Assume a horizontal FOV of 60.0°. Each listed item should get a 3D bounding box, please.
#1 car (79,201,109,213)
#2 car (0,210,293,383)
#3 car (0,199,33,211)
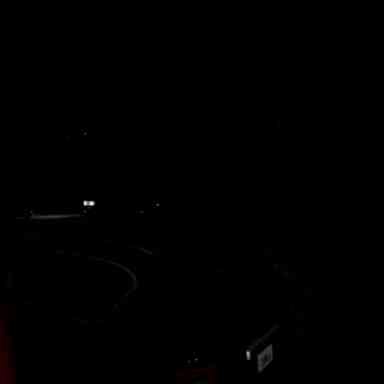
[{"bbox_3d":[-9.701,1.683,35.839,1.895,1.301,4.718,0,-1,36],"label":"car"},{"bbox_3d":[-1.395,1.298,3.865,5.009,1.841,2.192,0,0,36],"label":"car"},{"bbox_3d":[-15.703,1.348,27.599,2.097,1.767,4.553,0,-1,36],"label":"car"}]
